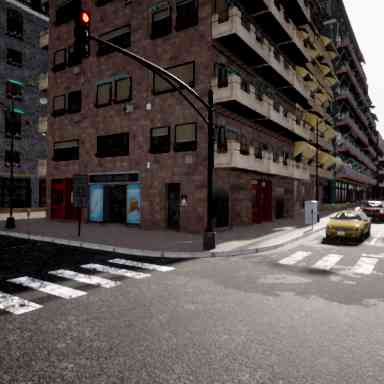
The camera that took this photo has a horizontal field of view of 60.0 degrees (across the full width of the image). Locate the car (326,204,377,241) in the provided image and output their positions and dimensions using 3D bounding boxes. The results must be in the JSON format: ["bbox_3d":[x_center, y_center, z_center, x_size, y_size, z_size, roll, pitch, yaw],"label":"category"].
[{"bbox_3d":[8.021,1.535,16.899,1.752,1.417,4.829,1,1,34],"label":"car"}]

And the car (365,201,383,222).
[{"bbox_3d":[14.405,1.457,26.411,1.967,1.590,4.097,1,1,34],"label":"car"}]
